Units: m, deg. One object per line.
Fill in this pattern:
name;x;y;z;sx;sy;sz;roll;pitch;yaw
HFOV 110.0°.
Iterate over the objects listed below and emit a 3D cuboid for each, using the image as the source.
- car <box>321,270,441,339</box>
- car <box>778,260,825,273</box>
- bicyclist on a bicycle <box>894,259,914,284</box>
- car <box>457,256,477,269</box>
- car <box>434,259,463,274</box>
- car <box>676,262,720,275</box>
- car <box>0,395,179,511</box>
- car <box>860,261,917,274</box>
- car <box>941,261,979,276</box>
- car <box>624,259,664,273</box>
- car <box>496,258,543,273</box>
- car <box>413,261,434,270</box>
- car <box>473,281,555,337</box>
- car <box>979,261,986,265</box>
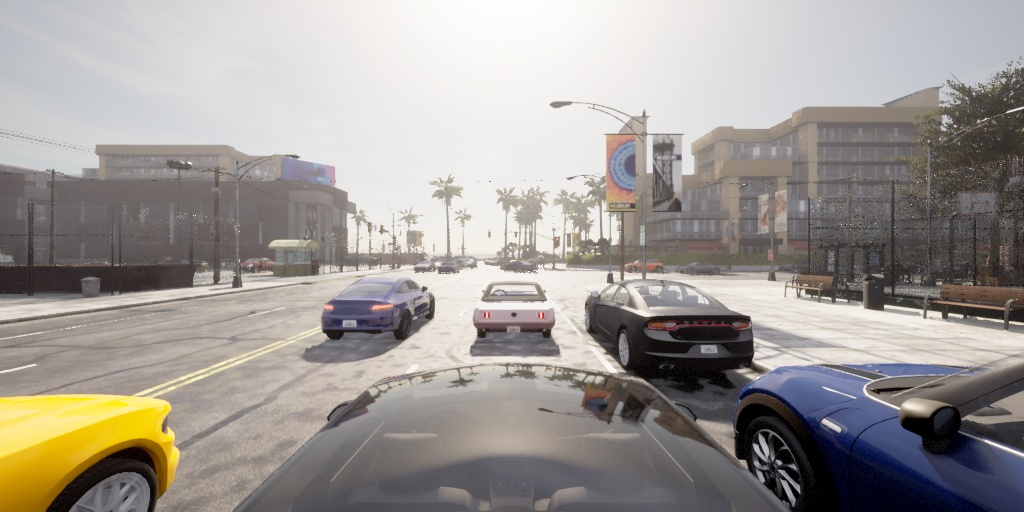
car;-3.441;1.276;9.938;1.812;1.442;4.674;0;0;0
car;34.042;1.254;42.102;4.892;1.490;1.837;0;0;0
bicyclist on a bicycle;26.068;1.050;24.063;0.582;1.620;1.656;0;0;-1
car;-6.683;1.240;55.748;2.128;1.511;4.902;0;0;5
car;-7.092;1.351;40.343;1.895;1.301;4.718;0;0;0
car;19.912;1.314;38.488;4.181;1.385;1.994;0;0;-1
car;-3.402;1.228;0.582;1.882;1.535;5.008;0;0;-1
car;40.444;1.227;38.624;5.008;1.535;1.882;0;0;0
car;45.165;1.241;35.124;4.902;1.511;2.128;0;0;-1
car;15.253;1.102;42.030;4.553;1.767;2.097;0;0;1
car;0.824;1.297;43.773;2.033;1.411;5.357;0;0;-41
car;-10.575;1.297;44.151;2.033;1.411;5.357;0;0;0
car;0.061;1.351;10.233;1.895;1.301;4.718;0;0;0
car;45.198;1.241;31.624;4.902;1.511;2.128;0;0;-1
